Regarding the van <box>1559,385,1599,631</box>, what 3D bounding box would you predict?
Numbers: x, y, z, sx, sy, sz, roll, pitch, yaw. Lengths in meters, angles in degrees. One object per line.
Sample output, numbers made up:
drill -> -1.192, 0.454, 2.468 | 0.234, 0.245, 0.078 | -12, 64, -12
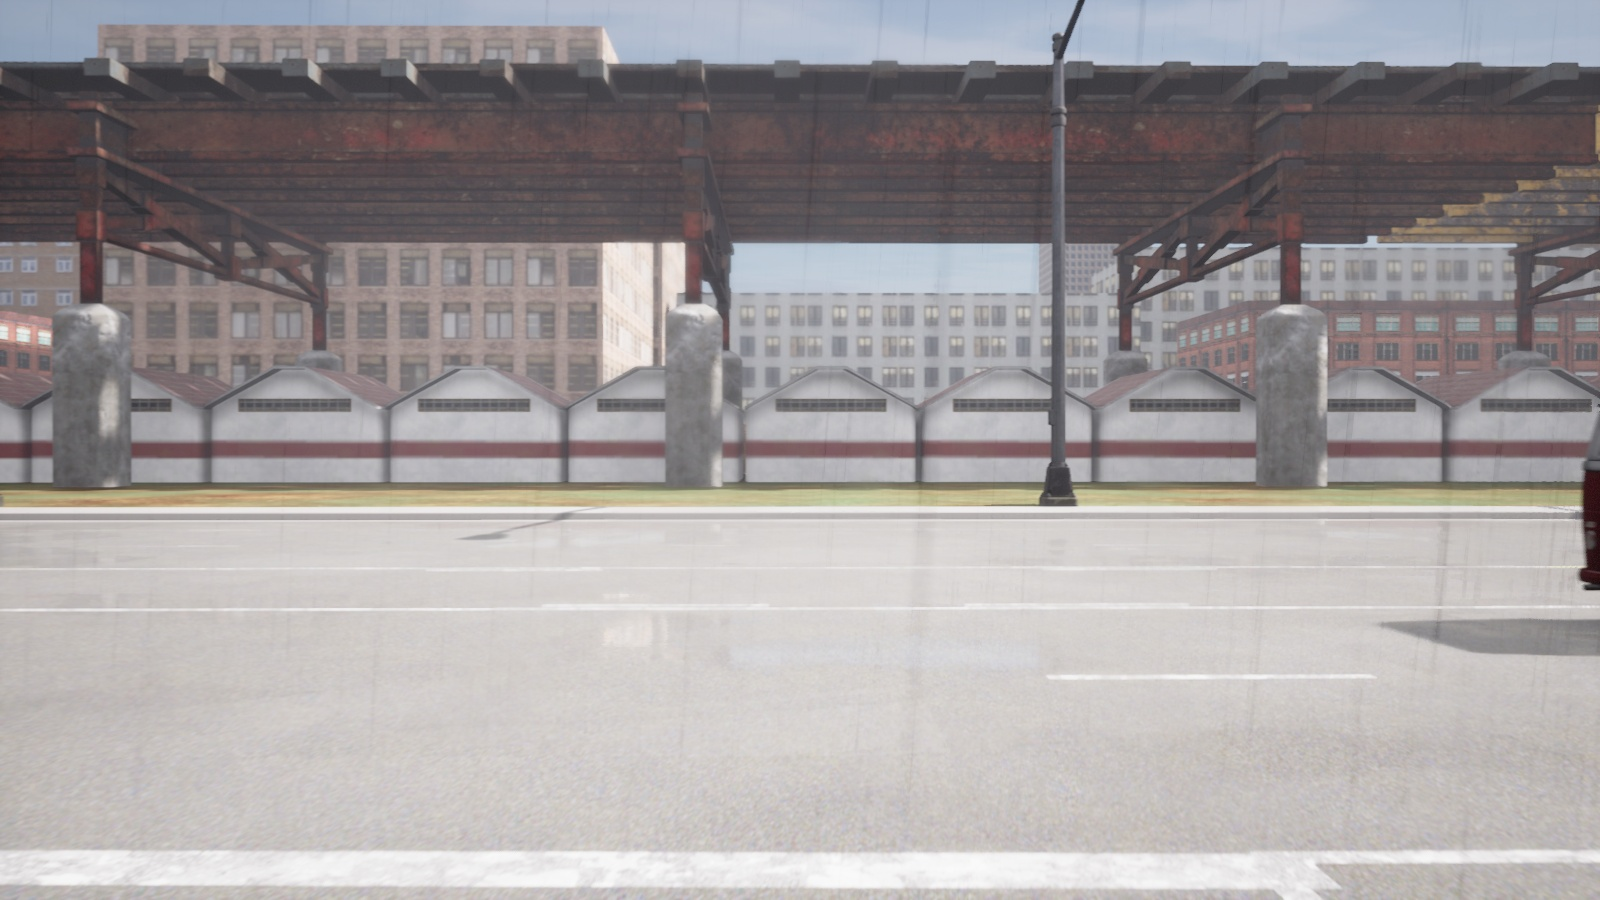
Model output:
van -> 8.682, 0.471, 9.815 | 4.442, 1.987, 1.775 | 0, 0, -2
